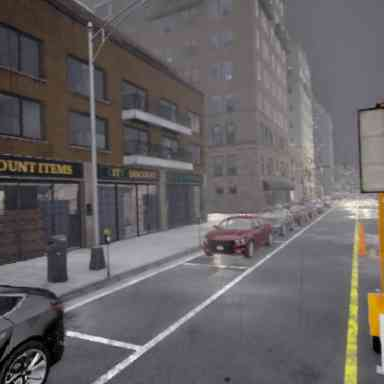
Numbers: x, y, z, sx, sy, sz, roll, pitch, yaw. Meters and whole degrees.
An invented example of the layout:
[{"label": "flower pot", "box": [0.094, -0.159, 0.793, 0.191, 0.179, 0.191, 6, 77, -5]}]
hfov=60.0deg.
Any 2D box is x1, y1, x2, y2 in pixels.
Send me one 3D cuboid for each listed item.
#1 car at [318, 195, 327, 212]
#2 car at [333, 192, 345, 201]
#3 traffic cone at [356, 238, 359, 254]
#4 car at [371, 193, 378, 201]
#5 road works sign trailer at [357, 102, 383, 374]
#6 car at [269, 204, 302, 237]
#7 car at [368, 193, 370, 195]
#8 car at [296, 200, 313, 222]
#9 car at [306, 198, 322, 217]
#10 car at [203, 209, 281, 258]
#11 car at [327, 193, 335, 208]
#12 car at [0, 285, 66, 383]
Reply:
[{"label": "car", "box": [12.073, 1.350, 33.428, 1.967, 1.590, 4.097, -2, -1, 27]}, {"label": "car", "box": [31.646, 0.929, 72.748, 2.192, 1.841, 5.009, -2, -1, 27]}, {"label": "traffic cone", "box": [5.943, 1.866, 11.653, 0.340, 0.580, 0.340, -2, -1, 27]}, {"label": "car", "box": [36.450, 0.683, 64.200, 2.192, 1.841, 5.009, -2, -1, 27]}, {"label": "road works sign trailer", "box": [3.813, 0.382, 4.882, 2.380, 3.560, 2.880, -2, -1, 27]}, {"label": "car", "box": [4.467, 1.575, 18.173, 2.008, 1.369, 4.403, -2, -1, 27]}, {"label": "car", "box": [43.809, 0.571, 78.981, 2.192, 1.841, 5.009, -2, -1, 27]}, {"label": "car", "box": [7.004, 1.531, 23.258, 1.887, 1.381, 4.507, -2, -1, 27]}, {"label": "car", "box": [9.541, 1.514, 28.342, 1.947, 1.339, 4.313, -2, -1, 27]}, {"label": "car", "box": [1.931, 1.606, 13.089, 1.887, 1.381, 4.507, -2, -1, 27]}, {"label": "car", "box": [17.145, 1.274, 43.597, 1.967, 1.590, 4.097, -2, -1, 27]}, {"label": "car", "box": [-3.141, 1.703, 2.919, 1.947, 1.339, 4.313, -2, -1, 27]}]
